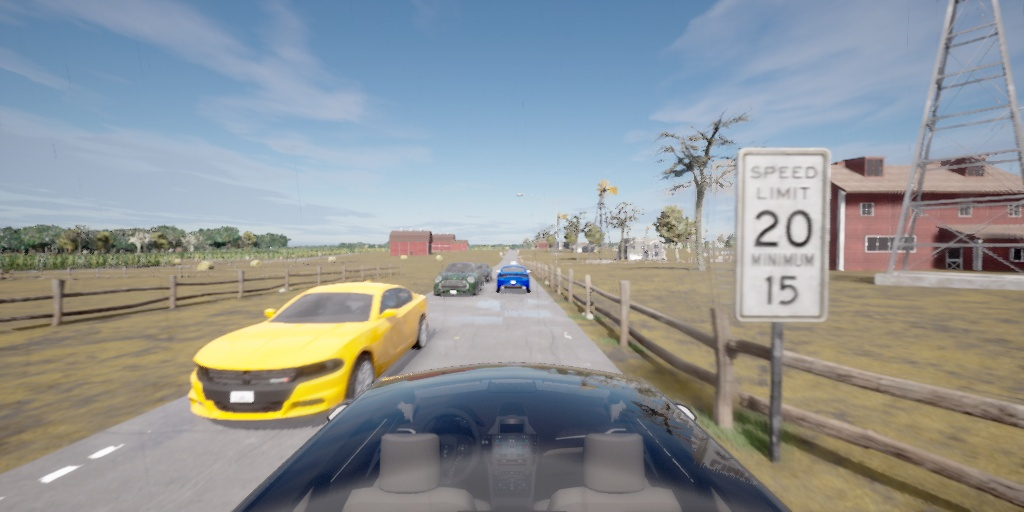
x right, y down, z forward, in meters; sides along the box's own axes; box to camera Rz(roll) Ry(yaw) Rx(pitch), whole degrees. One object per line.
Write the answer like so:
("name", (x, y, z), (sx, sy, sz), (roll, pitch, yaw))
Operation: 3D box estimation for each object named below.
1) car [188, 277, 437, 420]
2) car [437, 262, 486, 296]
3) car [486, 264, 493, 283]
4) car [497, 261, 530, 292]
("car", (-2.835, 1.221, 6.273), (1.882, 1.535, 5.008), (0, 0, 0))
("car", (-2.766, 1.132, 19.229), (2.097, 1.767, 4.553), (0, 0, 0))
("car", (-2.635, 1.356, 29.410), (1.837, 1.490, 4.892), (0, 0, 0))
("car", (0.081, 1.281, 21.844), (1.882, 1.535, 5.008), (0, 0, 0))
